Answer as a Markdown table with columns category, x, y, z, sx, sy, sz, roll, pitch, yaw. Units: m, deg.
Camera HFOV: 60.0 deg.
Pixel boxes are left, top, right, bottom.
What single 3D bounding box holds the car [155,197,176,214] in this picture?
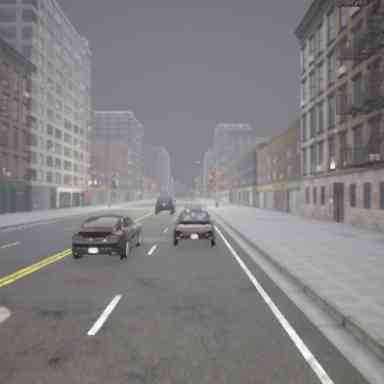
| category | x | y | z | sx | sy | sz | roll | pitch | yaw |
| --- | --- | --- | --- | --- | --- | --- | --- | --- | --- |
| car | -3.147 | 1.571 | 40.166 | 2.150 | 2.045 | 5.566 | 0 | -1 | 0 |

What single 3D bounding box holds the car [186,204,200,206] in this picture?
| category | x | y | z | sx | sy | sz | roll | pitch | yaw |
| --- | --- | --- | --- | --- | --- | --- | --- | --- | --- |
| car | 0.101 | 1.901 | 34.561 | 1.895 | 1.301 | 4.718 | 0 | 0 | 0 |

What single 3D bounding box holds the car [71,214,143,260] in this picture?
| category | x | y | z | sx | sy | sz | roll | pitch | yaw |
| --- | --- | --- | --- | --- | --- | --- | --- | --- | --- |
| car | -3.150 | 1.620 | 13.028 | 1.837 | 1.490 | 4.892 | 0 | 0 | 0 |

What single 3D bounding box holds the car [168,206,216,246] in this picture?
| category | x | y | z | sx | sy | sz | roll | pitch | yaw |
| --- | --- | --- | --- | --- | --- | --- | --- | --- | --- |
| car | 0.102 | 1.632 | 16.069 | 2.128 | 1.511 | 4.902 | 0 | 0 | 0 |
